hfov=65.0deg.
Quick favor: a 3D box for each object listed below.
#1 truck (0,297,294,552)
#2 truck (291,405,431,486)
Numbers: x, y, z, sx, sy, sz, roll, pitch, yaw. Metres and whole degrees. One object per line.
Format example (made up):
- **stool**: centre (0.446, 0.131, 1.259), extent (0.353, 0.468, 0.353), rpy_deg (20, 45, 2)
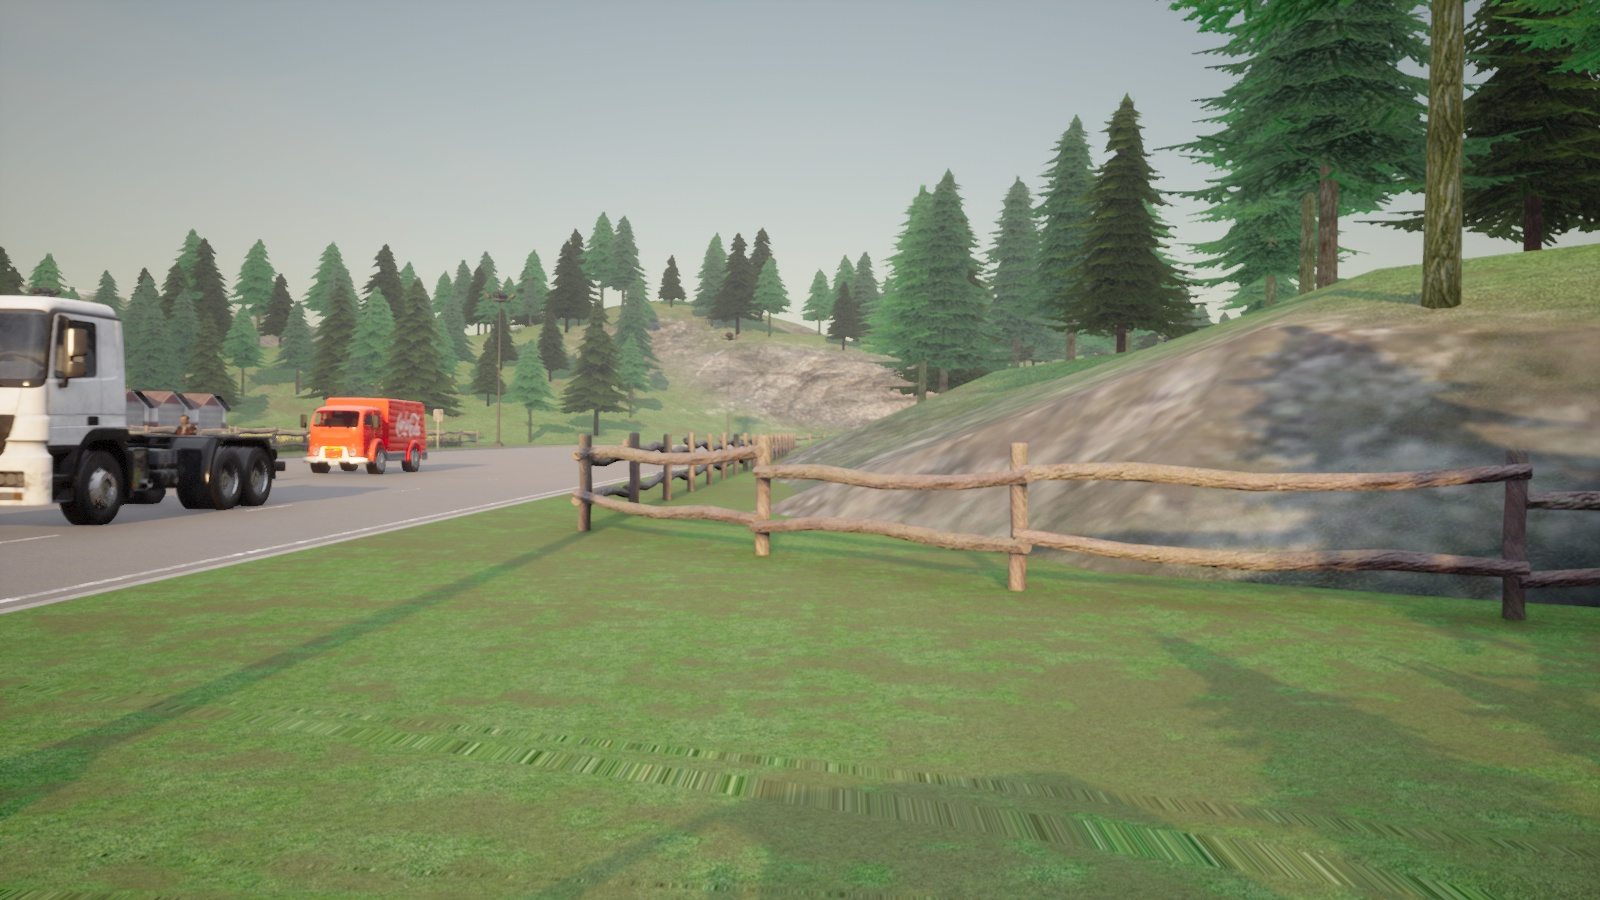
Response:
- **truck**: centre (-11.672, -0.393, 21.057), extent (2.891, 3.462, 7.936), rpy_deg (0, 1, 2)
- **truck**: centre (-14.347, -0.151, 41.457), extent (2.627, 2.467, 5.204), rpy_deg (0, 0, 2)
